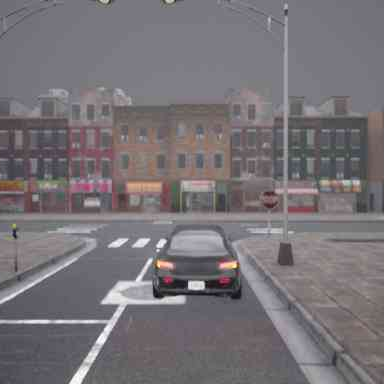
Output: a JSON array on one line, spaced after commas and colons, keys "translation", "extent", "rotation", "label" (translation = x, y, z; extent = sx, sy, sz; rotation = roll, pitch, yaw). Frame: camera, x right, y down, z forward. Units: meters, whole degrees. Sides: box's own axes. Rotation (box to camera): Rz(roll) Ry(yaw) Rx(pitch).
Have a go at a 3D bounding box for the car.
[{"translation": [0.153, 1.514, 8.299], "extent": [1.812, 1.442, 4.674], "rotation": [0, 0, 2], "label": "car"}]
